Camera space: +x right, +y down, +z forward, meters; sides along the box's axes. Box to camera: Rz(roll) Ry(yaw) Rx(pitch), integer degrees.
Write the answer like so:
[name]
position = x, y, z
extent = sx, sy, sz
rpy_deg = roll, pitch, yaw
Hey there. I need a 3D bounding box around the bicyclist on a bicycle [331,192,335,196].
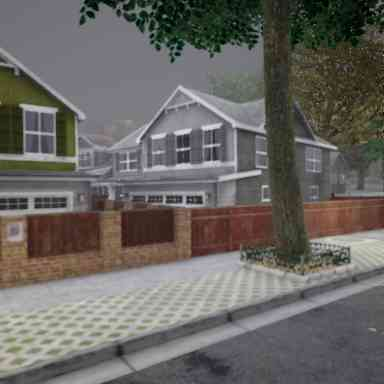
[bicyclist on a bicycle]
position = 16.454, 0.788, 38.773
extent = 0.582, 1.620, 1.656
rpy_deg = 0, 1, 43
